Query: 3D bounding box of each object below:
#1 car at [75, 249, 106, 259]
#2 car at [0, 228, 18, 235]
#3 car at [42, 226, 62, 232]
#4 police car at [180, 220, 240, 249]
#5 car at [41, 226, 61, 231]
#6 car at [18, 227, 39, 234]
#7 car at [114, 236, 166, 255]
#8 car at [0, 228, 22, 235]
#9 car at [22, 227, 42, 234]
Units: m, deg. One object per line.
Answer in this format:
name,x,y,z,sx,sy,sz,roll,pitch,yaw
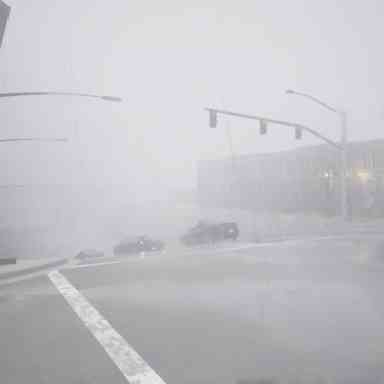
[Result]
car,-9.762,6.161,31.757,1.882,1.535,5.008,0,-13,-32
car,-43.870,9.295,78.696,4.536,1.218,1.853,0,0,11
car,-35.842,9.453,84.728,4.974,1.542,2.038,0,0,-4
police car,0.936,2.724,21.851,1.930,1.638,5.238,-1,-13,-33
car,-35.894,9.295,84.724,4.536,1.218,1.853,0,0,-4
car,-39.923,9.295,81.224,1.853,1.218,4.536,0,0,21
car,-3.556,3.611,22.119,1.895,1.301,4.718,-1,-12,-33
car,-43.819,9.453,78.687,4.974,1.542,2.038,0,0,11
car,-39.941,9.453,81.175,2.038,1.542,4.974,0,0,21
